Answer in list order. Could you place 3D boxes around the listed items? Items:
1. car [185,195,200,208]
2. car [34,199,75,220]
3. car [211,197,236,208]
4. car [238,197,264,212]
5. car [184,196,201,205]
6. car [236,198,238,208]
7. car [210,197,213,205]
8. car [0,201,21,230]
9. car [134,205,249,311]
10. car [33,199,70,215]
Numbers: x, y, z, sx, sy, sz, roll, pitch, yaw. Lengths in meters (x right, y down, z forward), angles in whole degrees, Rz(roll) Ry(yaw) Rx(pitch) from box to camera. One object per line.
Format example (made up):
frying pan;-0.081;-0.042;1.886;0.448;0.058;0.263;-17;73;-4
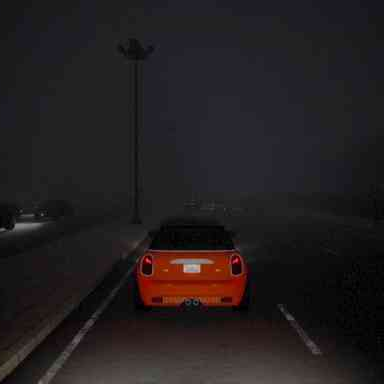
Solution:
car;0.146;1.352;49.211;2.097;1.767;4.553;0;0;0
car;-11.567;1.492;28.222;2.128;1.511;4.902;0;0;1
car;3.579;1.601;38.915;1.895;1.301;4.718;0;0;0
car;7.081;1.352;39.249;2.097;1.767;4.553;0;0;0
car;0.079;1.492;38.825;2.128;1.511;4.902;0;0;0
car;7.146;1.547;49.200;2.033;1.411;5.357;0;0;0
car;3.646;1.492;49.220;2.128;1.511;4.902;0;0;0
car;-11.584;1.352;17.899;2.097;1.767;4.553;0;0;0
car;-0.001;1.352;7.919;2.097;1.767;4.553;0;0;0
car;-15.004;1.505;35.727;1.837;1.490;4.892;0;0;1
